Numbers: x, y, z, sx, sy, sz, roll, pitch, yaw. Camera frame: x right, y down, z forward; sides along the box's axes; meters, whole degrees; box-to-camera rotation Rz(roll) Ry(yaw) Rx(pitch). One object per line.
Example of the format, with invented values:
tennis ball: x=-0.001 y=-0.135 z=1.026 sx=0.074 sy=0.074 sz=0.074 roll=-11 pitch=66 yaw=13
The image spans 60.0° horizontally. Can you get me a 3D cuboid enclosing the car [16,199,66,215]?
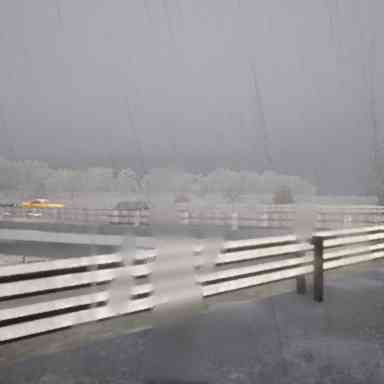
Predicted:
car: x=-15.244 y=1.521 z=34.274 sx=5.008 sy=1.535 sz=1.882 roll=0 pitch=0 yaw=24

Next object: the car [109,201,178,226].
car: x=-3.256 y=1.407 z=22.613 sx=4.553 sy=1.767 sz=2.097 roll=0 pitch=0 yaw=14

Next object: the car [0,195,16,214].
car: x=-19.418 y=1.222 z=32.296 sx=5.566 sy=2.045 sz=2.150 roll=0 pitch=0 yaw=25
